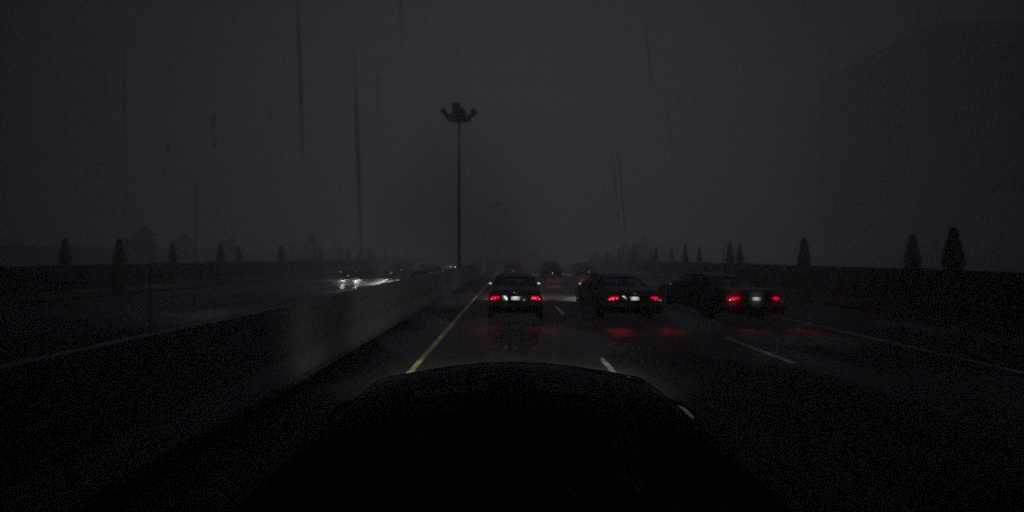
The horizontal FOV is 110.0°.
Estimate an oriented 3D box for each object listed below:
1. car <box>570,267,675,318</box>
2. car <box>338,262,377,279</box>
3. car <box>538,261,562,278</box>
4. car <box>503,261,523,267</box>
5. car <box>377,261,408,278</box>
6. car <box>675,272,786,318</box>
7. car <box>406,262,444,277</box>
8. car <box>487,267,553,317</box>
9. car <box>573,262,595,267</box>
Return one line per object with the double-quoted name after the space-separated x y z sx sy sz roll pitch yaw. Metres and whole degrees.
3.600 1.297 13.017 2.033 1.411 5.357 0 0 0 "car"
-14.099 1.295 33.473 2.033 1.411 5.357 0 0 0 "car"
3.598 1.253 34.343 1.837 1.490 4.892 0 0 0 "car"
0.097 1.225 35.977 1.882 1.535 5.008 0 0 0 "car"
-10.595 1.239 33.944 2.128 1.511 4.902 0 0 0 "car"
7.100 1.297 12.928 2.033 1.411 5.357 0 0 0 "car"
-7.099 1.349 30.219 1.895 1.301 4.718 0 0 0 "car"
0.100 1.297 13.121 2.033 1.411 5.357 0 0 0 "car"
7.085 1.274 35.390 1.812 1.442 4.674 0 0 0 "car"
